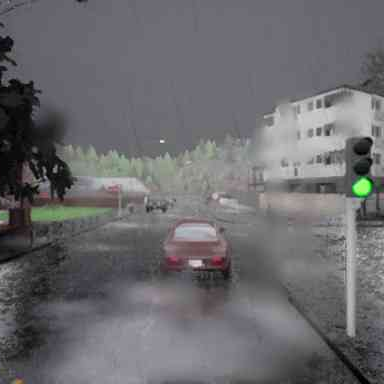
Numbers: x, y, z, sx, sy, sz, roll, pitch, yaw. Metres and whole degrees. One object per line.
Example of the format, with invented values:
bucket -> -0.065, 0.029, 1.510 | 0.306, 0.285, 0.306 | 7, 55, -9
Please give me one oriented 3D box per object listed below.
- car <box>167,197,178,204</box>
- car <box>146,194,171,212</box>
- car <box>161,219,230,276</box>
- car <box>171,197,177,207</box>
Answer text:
car -> -3.998, 1.698, 67.855 | 1.895, 1.301, 4.718 | 0, 0, 0
car -> -4.089, 1.292, 39.337 | 2.150, 2.045, 5.566 | 0, 0, 0
car -> 0.095, 1.544, 10.282 | 1.812, 1.442, 4.674 | 0, 0, 0
car -> -4.058, 1.448, 53.551 | 2.097, 1.767, 4.553 | 0, 0, 0
